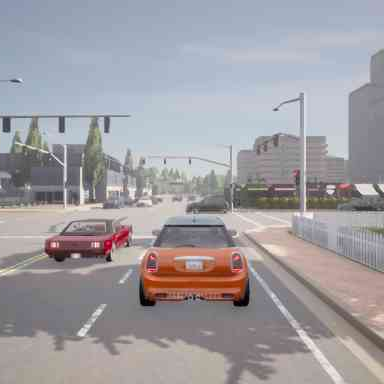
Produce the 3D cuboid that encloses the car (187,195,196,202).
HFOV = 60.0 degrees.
[{"bbox_3d":[-0.046,1.531,77.503,2.033,1.411,5.357,0,0,0],"label":"car"}]

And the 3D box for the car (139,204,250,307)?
[{"bbox_3d":[0.059,1.352,8.167,2.097,1.767,4.553,0,0,0],"label":"car"}]

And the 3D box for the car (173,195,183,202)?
[{"bbox_3d":[-3.546,1.513,77.820,1.812,1.442,4.674,0,0,0],"label":"car"}]

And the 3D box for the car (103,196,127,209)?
[{"bbox_3d":[-10.620,1.352,45.192,2.097,1.767,4.553,0,0,0],"label":"car"}]

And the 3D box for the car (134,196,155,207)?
[{"bbox_3d":[-7.115,1.526,50.226,1.812,1.442,4.674,0,0,0],"label":"car"}]

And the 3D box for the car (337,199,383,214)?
[{"bbox_3d":[17.857,1.491,34.997,4.902,1.511,2.128,0,0,-1],"label":"car"}]

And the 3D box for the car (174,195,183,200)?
[{"bbox_3d":[-3.552,1.425,87.774,1.994,1.385,4.181,0,0,0],"label":"car"}]

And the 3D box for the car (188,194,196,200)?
[{"bbox_3d":[-0.052,1.398,87.778,2.128,1.511,4.902,0,0,0],"label":"car"}]

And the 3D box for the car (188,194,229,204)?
[{"bbox_3d":[1.630,1.351,34.656,4.553,1.767,2.097,0,0,-1],"label":"car"}]

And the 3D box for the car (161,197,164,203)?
[{"bbox_3d":[-7.041,1.595,69.411,1.895,1.301,4.718,0,0,0],"label":"car"}]

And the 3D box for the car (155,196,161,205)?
[{"bbox_3d":[-7.107,1.505,59.332,1.837,1.490,4.892,0,0,0],"label":"car"}]

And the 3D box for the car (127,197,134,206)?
[{"bbox_3d":[-10.622,1.564,53.803,1.994,1.385,4.181,0,0,0],"label":"car"}]

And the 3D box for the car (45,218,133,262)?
[{"bbox_3d":[-3.423,1.601,12.061,1.895,1.301,4.718,0,0,0],"label":"car"}]

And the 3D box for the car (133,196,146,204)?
[{"bbox_3d":[-10.562,1.564,67.156,1.994,1.385,4.181,0,0,0],"label":"car"}]
